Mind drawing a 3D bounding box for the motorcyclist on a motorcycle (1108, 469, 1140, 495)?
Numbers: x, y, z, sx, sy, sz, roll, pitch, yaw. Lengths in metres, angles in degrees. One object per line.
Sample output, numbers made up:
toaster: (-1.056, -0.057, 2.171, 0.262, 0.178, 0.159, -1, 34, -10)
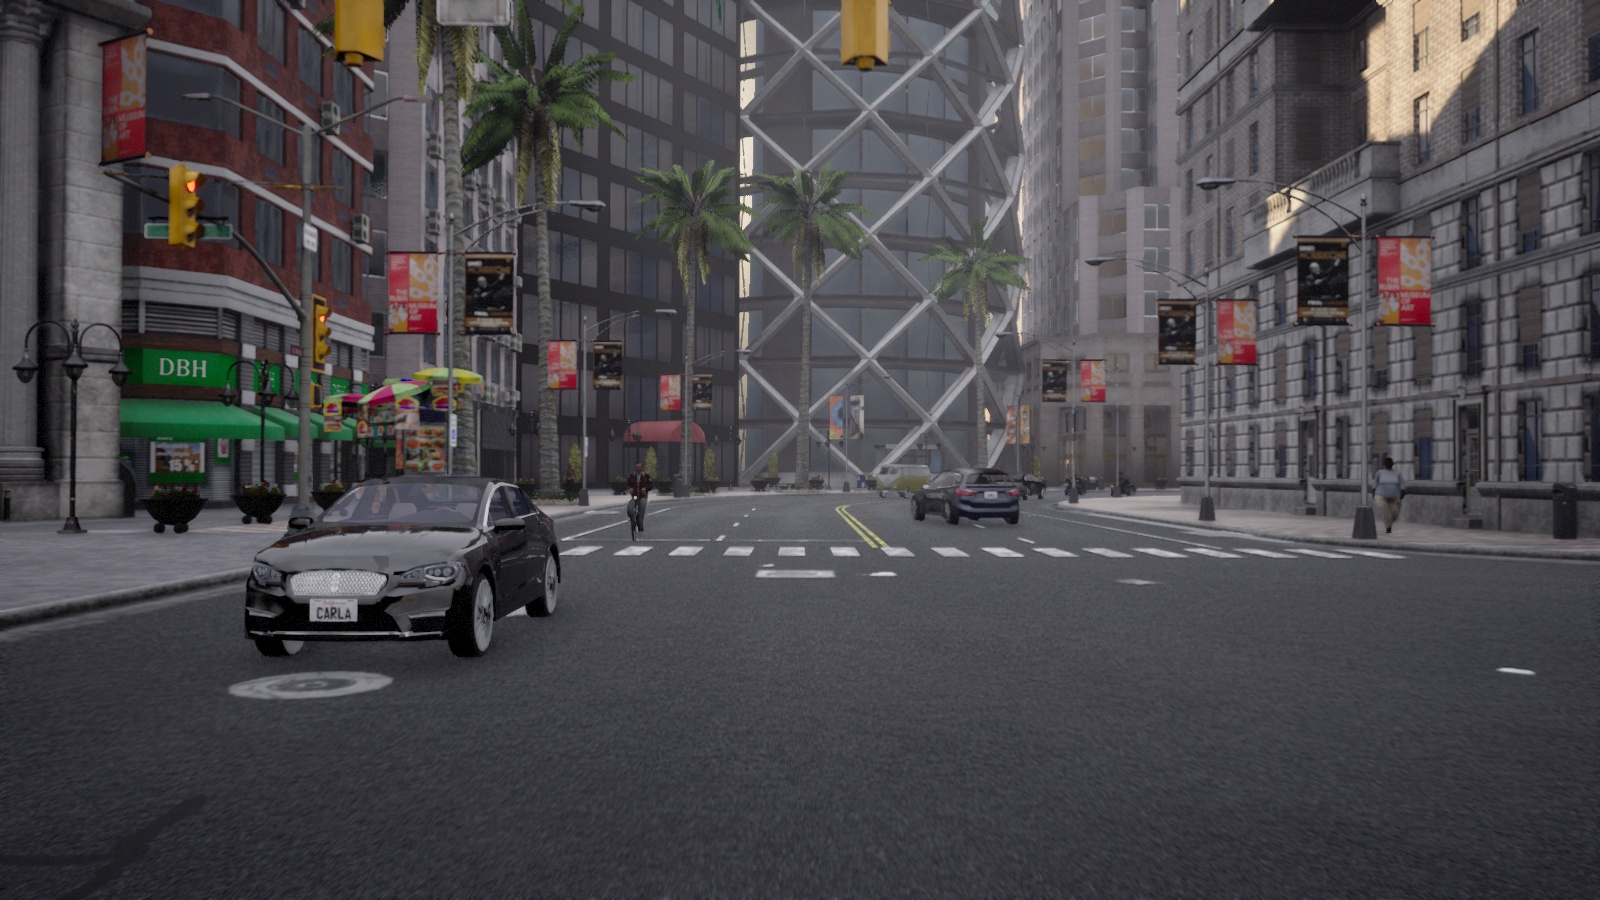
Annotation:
motorcyclist on a motorcycle: (20.764, 2.028, 80.458, 2.350, 1.649, 0.766, 1, -1, -39)

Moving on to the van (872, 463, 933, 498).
van: (6.042, 1.774, 73.529, 1.775, 1.987, 4.442, -1, -1, 31)

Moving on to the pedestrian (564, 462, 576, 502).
pedestrian: (-10.736, 1.496, 58.658, 0.331, 1.846, 0.634, 0, -1, 10)

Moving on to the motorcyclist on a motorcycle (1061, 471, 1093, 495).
motorcyclist on a motorcycle: (18.306, 2.165, 83.013, 2.191, 1.530, 0.866, 1, -1, -40)

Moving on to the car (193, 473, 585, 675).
car: (-3.530, 0.985, 11.959, 2.128, 1.511, 4.902, 0, -1, 0)

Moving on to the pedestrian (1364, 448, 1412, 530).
pedestrian: (13.595, 0.903, 29.042, 0.874, 1.855, 0.900, -1, -1, 17)

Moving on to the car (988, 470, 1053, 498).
car: (12.439, 1.903, 70.620, 2.128, 1.511, 4.902, -1, -1, 28)

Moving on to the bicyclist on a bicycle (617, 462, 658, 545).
bicyclist on a bicycle: (-3.568, 1.162, 27.669, 0.659, 1.776, 1.843, 0, -1, 0)

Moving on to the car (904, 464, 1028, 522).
car: (5.039, 1.289, 38.868, 2.242, 1.667, 4.611, 0, -1, -14)
